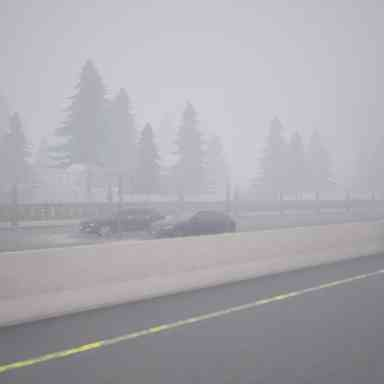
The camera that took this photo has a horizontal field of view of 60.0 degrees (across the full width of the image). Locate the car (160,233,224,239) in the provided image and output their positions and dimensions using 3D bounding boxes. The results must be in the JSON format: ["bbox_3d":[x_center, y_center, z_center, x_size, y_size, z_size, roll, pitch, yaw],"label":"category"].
[{"bbox_3d":[0.155,1.608,16.757,4.674,1.442,1.812,0,0,-35],"label":"car"}]
